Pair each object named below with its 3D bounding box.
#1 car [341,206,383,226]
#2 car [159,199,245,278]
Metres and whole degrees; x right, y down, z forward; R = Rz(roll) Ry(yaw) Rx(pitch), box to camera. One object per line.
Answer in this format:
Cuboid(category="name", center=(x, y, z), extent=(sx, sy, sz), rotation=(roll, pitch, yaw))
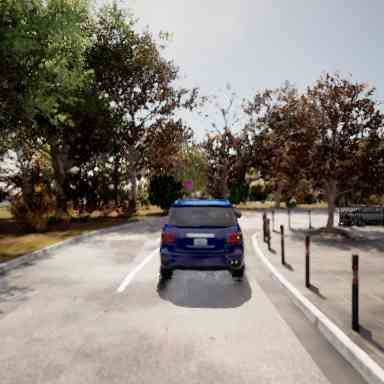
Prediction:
Cuboid(category="car", center=(12.776, 1.682, 23.476), extent=(4.181, 1.385, 1.994), rotation=(0, 0, 3))
Cuboid(category="car", center=(0.377, 1.229, 10.302), extent=(2.150, 2.045, 5.566), rotation=(0, 0, 4))
